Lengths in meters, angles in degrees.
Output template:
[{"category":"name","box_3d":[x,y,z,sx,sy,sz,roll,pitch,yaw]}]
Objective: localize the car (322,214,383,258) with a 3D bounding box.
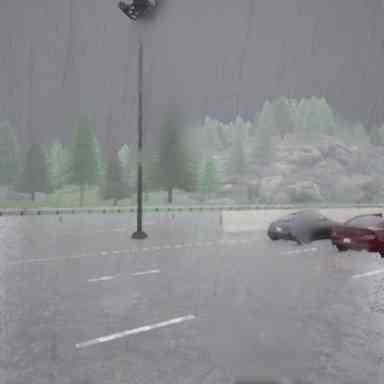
[{"category":"car","box_3d":[7.682,1.599,13.231,5.008,1.535,1.882,0,0,-32]}]

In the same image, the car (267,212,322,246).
[{"category":"car","box_3d":[5.647,1.683,16.092,4.181,1.385,1.994,1,0,-32]}]
